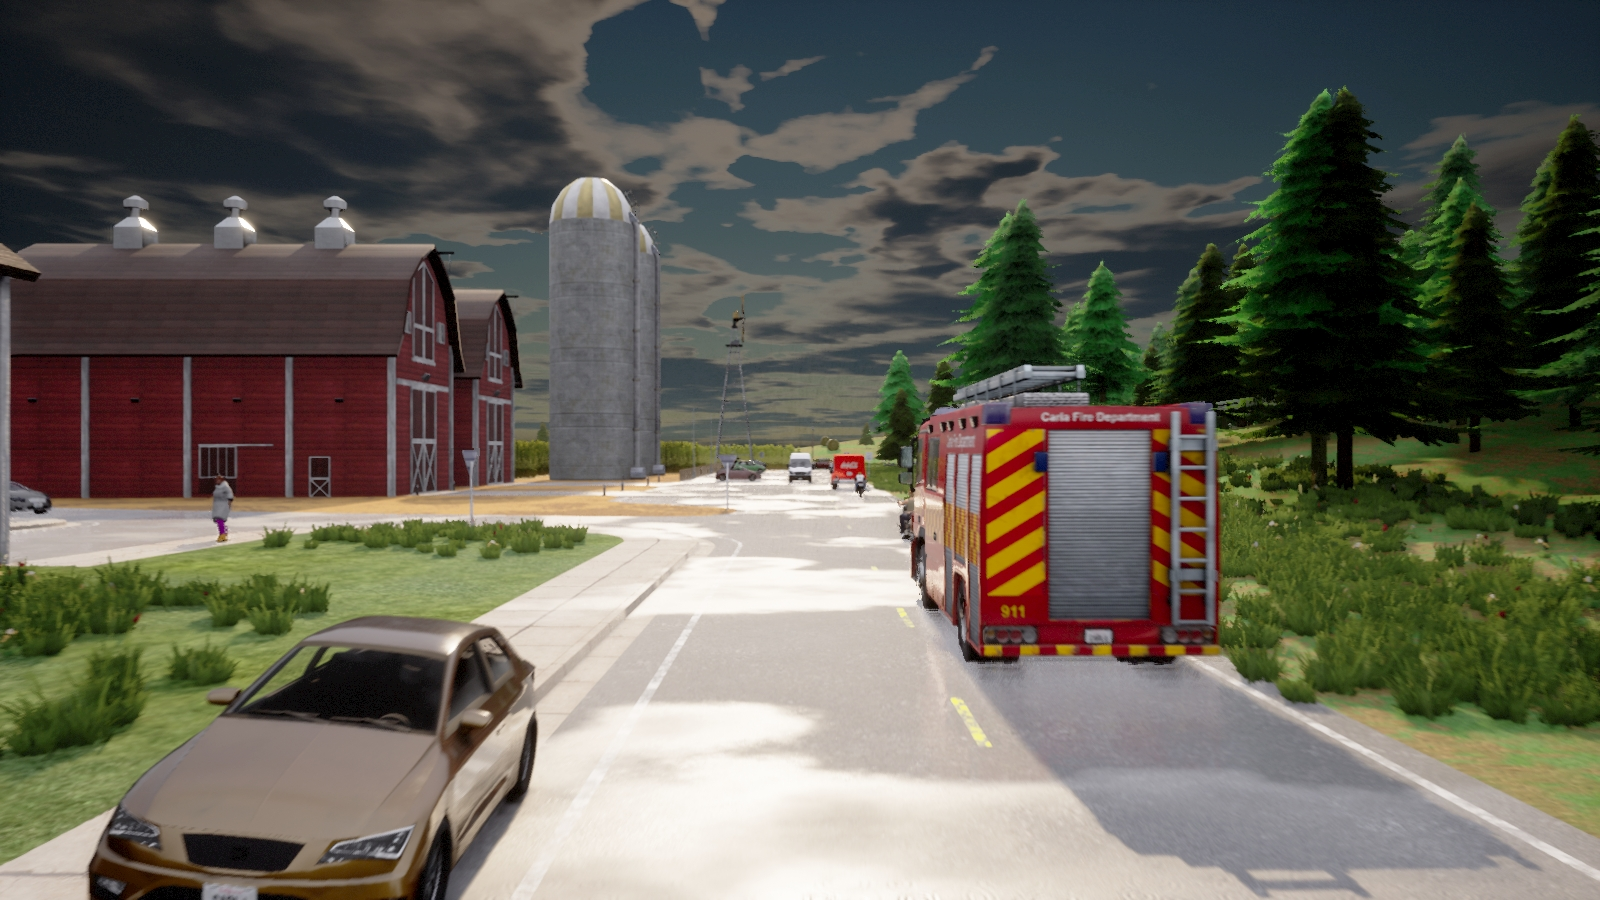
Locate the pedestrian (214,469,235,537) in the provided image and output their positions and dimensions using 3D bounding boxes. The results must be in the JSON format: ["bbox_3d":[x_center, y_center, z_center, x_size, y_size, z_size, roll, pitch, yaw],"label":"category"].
[{"bbox_3d":[-15.988,1.470,31.725,0.375,1.860,0.375,0,0,29],"label":"pedestrian"}]

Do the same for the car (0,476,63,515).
[{"bbox_3d":[-34.273,1.912,48.847,4.902,1.511,2.128,0,0,21],"label":"car"}]

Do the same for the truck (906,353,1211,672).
[{"bbox_3d":[3.499,0.750,17.973,2.891,3.827,8.468,0,0,0],"label":"truck"}]
